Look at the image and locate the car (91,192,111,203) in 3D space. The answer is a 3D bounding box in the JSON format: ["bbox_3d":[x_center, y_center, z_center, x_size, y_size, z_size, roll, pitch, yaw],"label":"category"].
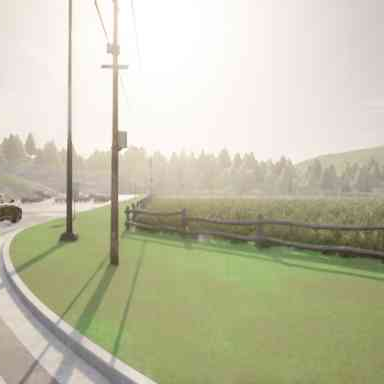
[{"bbox_3d":[-15.863,1.103,58.234,1.837,1.490,4.892,0,0,-6],"label":"car"}]

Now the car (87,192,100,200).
[{"bbox_3d":[-20.610,0.841,69.740,1.837,1.490,4.892,0,0,-6],"label":"car"}]

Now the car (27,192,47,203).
[{"bbox_3d":[-26.016,1.100,54.194,2.033,1.411,5.357,0,0,-6],"label":"car"}]

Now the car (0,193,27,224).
[{"bbox_3d":[-12.010,1.044,19.546,2.150,2.045,5.566,0,0,-8],"label":"car"}]

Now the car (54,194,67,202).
[{"bbox_3d":[-23.125,1.070,59.537,1.812,1.442,4.674,0,0,-6],"label":"car"}]

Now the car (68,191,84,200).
[{"bbox_3d":[-24.090,0.675,69.367,2.097,1.767,4.553,0,0,-6],"label":"car"}]

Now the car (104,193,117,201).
[{"bbox_3d":[-17.122,1.054,70.018,2.128,1.511,4.902,0,0,-6],"label":"car"}]

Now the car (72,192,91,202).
[{"bbox_3d":[-19.636,1.166,59.816,1.895,1.301,4.718,0,0,-6],"label":"car"}]

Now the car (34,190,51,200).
[{"bbox_3d":[-31.091,0.669,69.052,2.150,2.045,5.566,0,0,-6],"label":"car"}]
